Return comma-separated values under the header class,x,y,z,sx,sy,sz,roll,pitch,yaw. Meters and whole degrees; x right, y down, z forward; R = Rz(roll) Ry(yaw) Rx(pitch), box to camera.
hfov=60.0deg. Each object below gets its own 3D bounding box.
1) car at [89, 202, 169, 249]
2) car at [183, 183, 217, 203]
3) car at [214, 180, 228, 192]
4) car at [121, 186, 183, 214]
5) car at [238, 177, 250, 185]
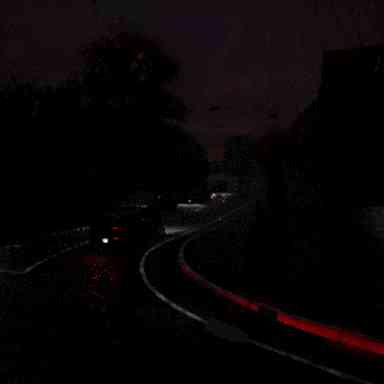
class,x,y,z,sx,sy,sz,roll,pitch,yaw
car,-2.710,1.467,14.597,1.837,1.490,4.892,-3,1,11
car,0.596,0.219,33.374,2.033,1.411,5.357,0,5,18
car,3.749,-0.781,44.972,1.837,1.490,4.892,0,5,12
car,-2.927,0.717,23.783,2.150,2.045,5.566,0,5,21
car,9.533,-2.055,60.829,1.882,1.535,5.008,0,4,4
